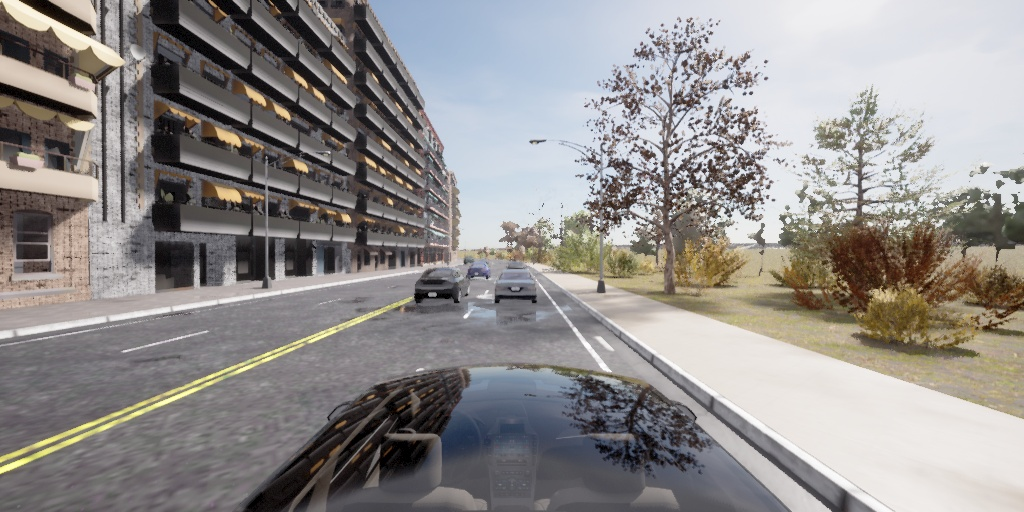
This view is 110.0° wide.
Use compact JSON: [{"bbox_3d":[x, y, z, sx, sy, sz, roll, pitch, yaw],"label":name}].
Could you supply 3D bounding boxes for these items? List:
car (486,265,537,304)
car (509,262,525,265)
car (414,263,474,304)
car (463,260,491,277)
[{"bbox_3d":[0.176,1.314,16.382,2.033,1.411,5.357,0,0,1],"label":"car"},{"bbox_3d":[0.402,1.270,31.381,1.837,1.490,4.892,0,0,1],"label":"car"},{"bbox_3d":[-3.073,1.266,16.430,1.837,1.490,4.892,0,0,1],"label":"car"},{"bbox_3d":[-2.848,1.287,31.430,1.812,1.442,4.674,0,0,1],"label":"car"}]
